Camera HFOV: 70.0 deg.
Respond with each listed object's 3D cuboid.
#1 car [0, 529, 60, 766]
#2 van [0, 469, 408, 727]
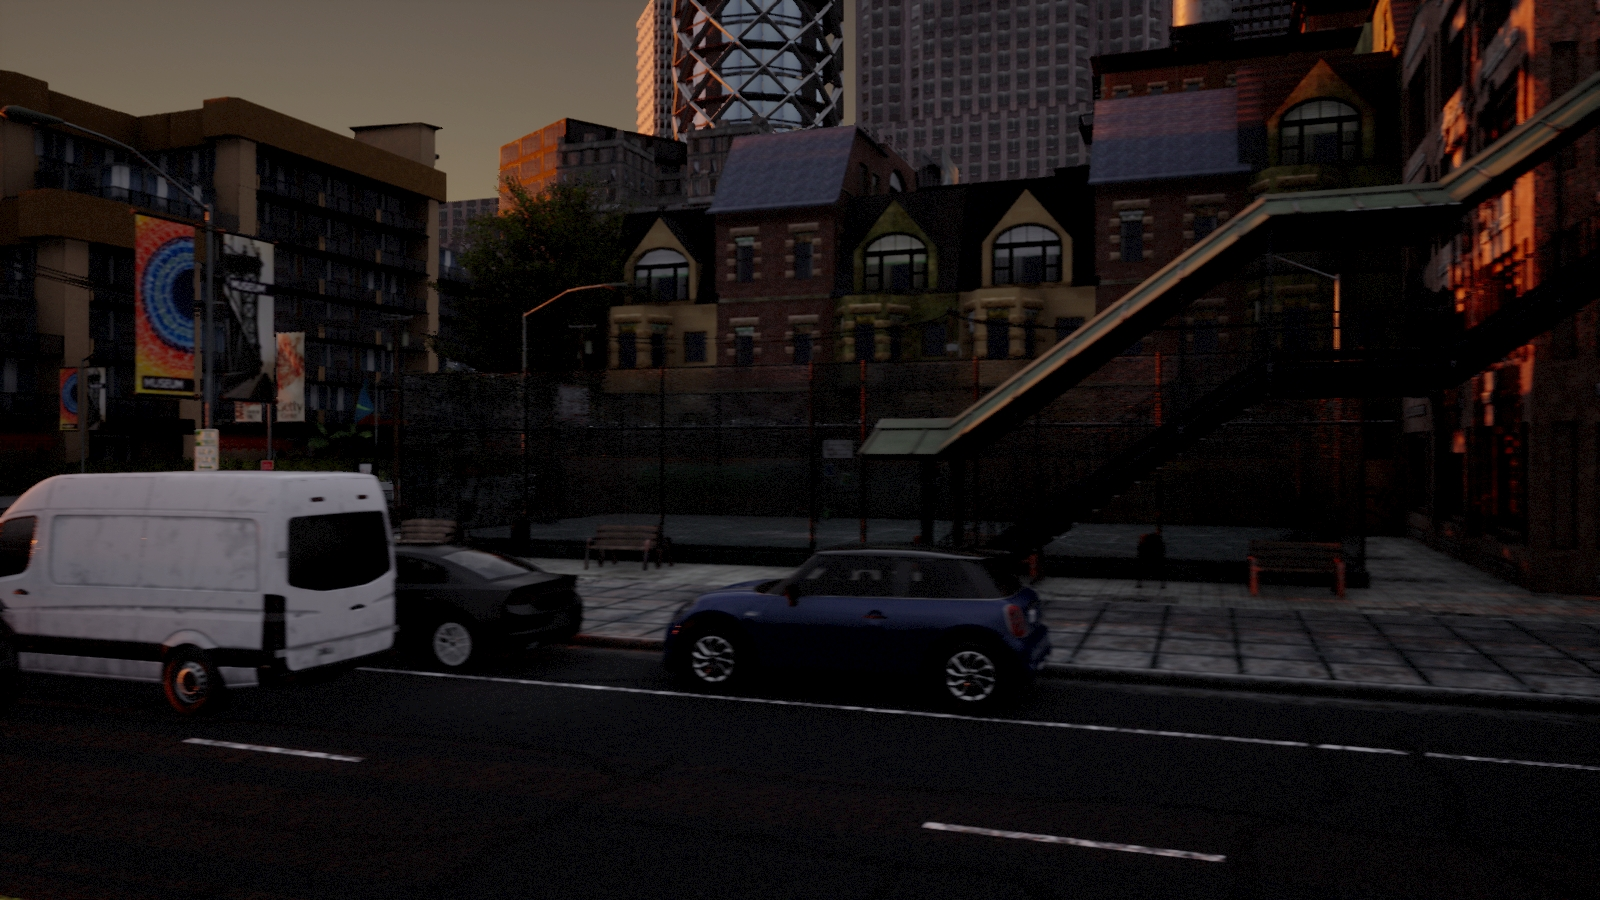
[{"bbox_3d":[-9.887,1.779,10.619,5.566,2.045,2.150,0,0,20],"label":"car"},{"bbox_3d":[-7.746,1.534,13.565,5.915,2.561,1.988,0,0,20],"label":"van"}]
